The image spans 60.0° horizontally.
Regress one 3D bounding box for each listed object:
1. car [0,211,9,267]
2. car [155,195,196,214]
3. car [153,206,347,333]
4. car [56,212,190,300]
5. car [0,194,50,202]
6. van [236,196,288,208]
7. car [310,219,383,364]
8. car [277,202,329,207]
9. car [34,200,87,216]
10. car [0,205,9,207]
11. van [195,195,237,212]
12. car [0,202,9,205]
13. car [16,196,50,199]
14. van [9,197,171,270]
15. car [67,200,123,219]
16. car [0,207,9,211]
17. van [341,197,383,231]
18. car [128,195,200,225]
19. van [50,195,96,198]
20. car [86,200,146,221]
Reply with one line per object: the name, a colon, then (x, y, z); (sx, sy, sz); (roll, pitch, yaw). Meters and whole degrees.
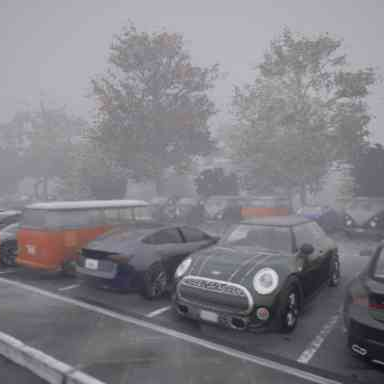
car: (-5.215, 1.525, 11.864); (2.163, 1.488, 4.792); (0, 0, 36)
car: (0.247, 1.246, 24.051); (2.435, 2.045, 5.566); (0, 0, 36)
car: (1.575, 1.354, 7.046); (2.185, 1.767, 4.553); (0, 0, 36)
car: (-0.676, 1.513, 8.666); (2.163, 1.488, 4.792); (0, 0, 36)
car: (-17.837, 1.296, 37.078); (2.435, 2.045, 5.566); (0, 0, 36)
van: (4.826, 1.259, 20.930); (1.878, 1.987, 4.442); (0, 0, 36)
car: (3.809, 1.480, 5.391); (2.231, 1.521, 4.892); (0, 0, 36)
car: (7.009, 1.479, 19.220); (2.097, 1.535, 5.008); (0, 0, 36)
car: (-13.224, 1.575, 33.787); (2.002, 1.452, 4.674); (0, 0, 36)
car: (-9.720, 1.538, 15.109); (2.163, 1.488, 4.792); (0, 0, 36)
van: (2.442, 1.266, 22.360); (1.878, 1.987, 4.442); (0, 0, 36)
car: (-12.064, 1.511, 16.605); (1.946, 1.575, 5.366); (0, 0, 36)
car: (-15.474, 1.541, 35.404); (2.097, 1.535, 5.008); (0, 0, 36)
van: (-2.878, 1.263, 10.360); (1.878, 1.987, 4.442); (0, 0, 36)
car: (-8.827, 1.563, 30.626); (2.002, 1.452, 4.674); (0, 0, 36)
car: (-7.468, 1.531, 13.487); (2.163, 1.488, 4.792); (0, 0, 36)
van: (9.203, 1.250, 17.500); (1.878, 1.987, 4.442); (0, 0, 35)
car: (-2.001, 1.253, 25.670); (2.435, 2.045, 5.566); (0, 0, 36)
van: (-11.009, 1.303, 32.338); (1.878, 1.987, 4.442); (0, 0, 36)
car: (-6.483, 1.516, 28.927); (2.097, 1.535, 5.008); (0, 0, 36)
